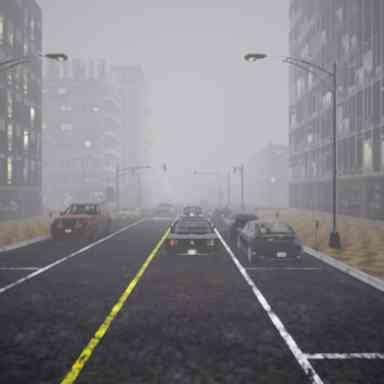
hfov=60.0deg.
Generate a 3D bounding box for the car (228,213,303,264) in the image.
[{"bbox_3d":[2.691,1.668,12.177,2.008,1.369,4.403,-1,-1,0],"label":"car"}]

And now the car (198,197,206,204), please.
[{"bbox_3d":[2.750,2.260,89.831,1.967,1.590,4.097,0,-1,0],"label":"car"}]

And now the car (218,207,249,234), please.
[{"bbox_3d":[2.695,1.736,17.819,1.947,1.339,4.313,0,-1,0],"label":"car"}]

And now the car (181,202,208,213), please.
[{"bbox_3d":[0.028,1.808,27.515,2.033,1.411,5.357,0,-1,0],"label":"car"}]

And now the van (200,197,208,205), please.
[{"bbox_3d":[2.741,2.064,78.764,1.690,1.788,3.998,0,-1,0],"label":"van"}]

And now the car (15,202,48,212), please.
[{"bbox_3d":[-25.936,2.420,53.799,4.403,1.369,2.008,-1,1,-1],"label":"car"}]

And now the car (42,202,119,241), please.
[{"bbox_3d":[-5.687,1.485,17.785,2.192,1.841,5.009,0,-1,0],"label":"car"}]

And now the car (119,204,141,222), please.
[{"bbox_3d":[-5.640,1.806,29.731,1.752,1.417,4.829,0,-1,0],"label":"car"}]

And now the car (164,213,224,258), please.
[{"bbox_3d":[0.026,1.728,13.248,1.895,1.301,4.718,0,-1,1],"label":"car"}]

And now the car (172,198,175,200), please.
[{"bbox_3d":[-5.637,2.268,78.776,1.887,1.381,4.507,0,-1,0],"label":"car"}]

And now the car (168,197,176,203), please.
[{"bbox_3d":[-5.627,2.309,95.376,1.967,1.590,4.097,0,-1,0],"label":"car"}]

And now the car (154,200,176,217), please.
[{"bbox_3d":[-2.984,1.891,36.532,2.033,1.411,5.357,0,-1,0],"label":"car"}]

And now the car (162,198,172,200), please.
[{"bbox_3d":[-5.646,2.176,67.709,2.008,1.369,4.403,0,-1,0],"label":"car"}]

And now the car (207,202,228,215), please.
[{"bbox_3d":[2.676,1.845,31.223,2.008,1.369,4.403,0,-1,0],"label":"car"}]

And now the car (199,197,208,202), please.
[{"bbox_3d":[2.739,2.240,73.229,1.947,1.339,4.313,0,-1,0],"label":"car"}]

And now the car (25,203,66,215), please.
[{"bbox_3d":[-20.001,2.292,45.498,4.829,1.417,1.752,-1,1,-1],"label":"car"}]
